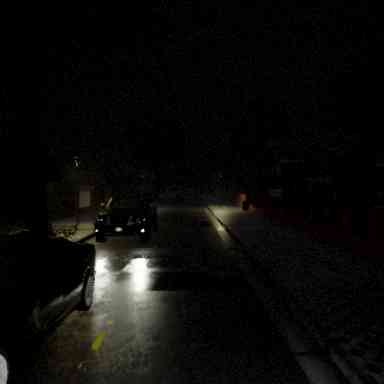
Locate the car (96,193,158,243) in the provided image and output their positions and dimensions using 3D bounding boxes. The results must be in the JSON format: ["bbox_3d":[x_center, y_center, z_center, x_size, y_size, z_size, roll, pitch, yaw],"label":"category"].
[{"bbox_3d":[-2.864,1.078,15.675,2.150,2.045,5.566,0,0,0],"label":"car"}]

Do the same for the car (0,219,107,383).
[{"bbox_3d":[-2.853,1.437,4.816,1.882,1.535,5.008,0,0,0],"label":"car"}]
